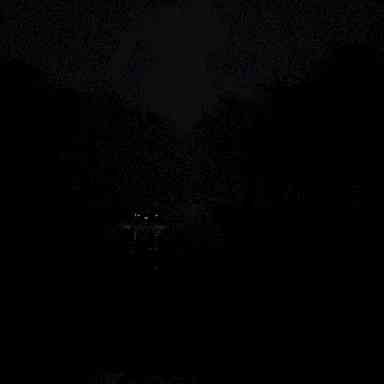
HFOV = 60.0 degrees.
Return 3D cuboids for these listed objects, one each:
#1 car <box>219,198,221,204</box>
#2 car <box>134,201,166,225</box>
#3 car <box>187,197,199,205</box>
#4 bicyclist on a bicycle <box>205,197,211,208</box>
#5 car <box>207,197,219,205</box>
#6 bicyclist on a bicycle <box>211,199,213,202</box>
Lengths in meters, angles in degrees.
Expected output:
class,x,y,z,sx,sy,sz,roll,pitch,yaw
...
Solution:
class,x,y,z,sx,sy,sz,roll,pitch,yaw
car,5.876,2.089,79.436,2.033,1.411,5.357,2,-1,12
car,-3.002,1.482,24.375,1.837,1.490,4.892,2,0,1
car,0.269,1.714,65.861,2.128,1.511,4.902,2,0,9
bicyclist on a bicycle,2.212,1.657,50.860,0.582,1.620,1.656,2,-1,6
car,3.998,1.878,69.958,1.837,1.490,4.892,2,-1,10
bicyclist on a bicycle,3.314,1.714,59.987,0.866,1.612,1.509,2,0,8
